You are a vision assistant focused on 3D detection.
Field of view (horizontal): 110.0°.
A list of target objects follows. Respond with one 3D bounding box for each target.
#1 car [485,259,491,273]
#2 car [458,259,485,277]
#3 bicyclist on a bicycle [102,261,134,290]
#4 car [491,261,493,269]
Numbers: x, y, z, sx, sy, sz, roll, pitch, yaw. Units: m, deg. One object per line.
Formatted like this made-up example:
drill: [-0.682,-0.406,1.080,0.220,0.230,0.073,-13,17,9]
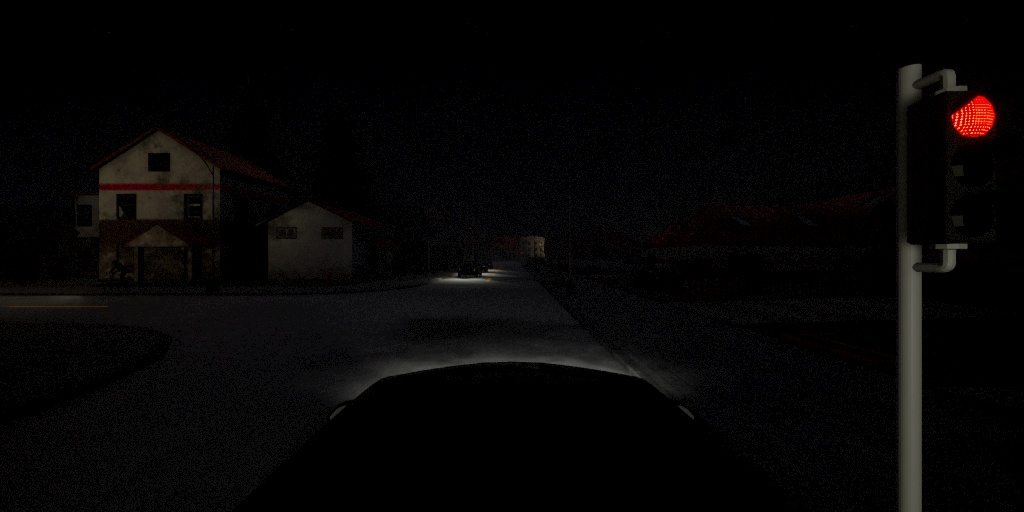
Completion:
car: [-4.055,1.228,44.932,1.882,1.535,5.008,0,0,0]
car: [-4.085,1.228,35.278,1.882,1.535,5.008,0,0,2]
bicyclist on a bicycle: [-22.523,1.099,20.511,0.582,1.620,1.656,0,0,0]
car: [-4.027,1.227,55.431,1.882,1.535,5.008,0,0,0]
